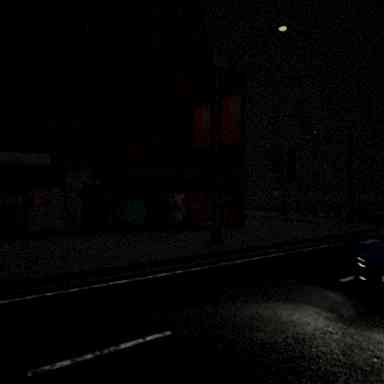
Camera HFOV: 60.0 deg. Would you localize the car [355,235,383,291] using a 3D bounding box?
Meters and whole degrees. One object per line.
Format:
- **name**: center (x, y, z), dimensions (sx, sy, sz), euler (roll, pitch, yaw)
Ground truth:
- **car**: center (5.935, 1.497, 8.220), dimensions (5.008, 1.535, 1.882), euler (0, 0, -38)
